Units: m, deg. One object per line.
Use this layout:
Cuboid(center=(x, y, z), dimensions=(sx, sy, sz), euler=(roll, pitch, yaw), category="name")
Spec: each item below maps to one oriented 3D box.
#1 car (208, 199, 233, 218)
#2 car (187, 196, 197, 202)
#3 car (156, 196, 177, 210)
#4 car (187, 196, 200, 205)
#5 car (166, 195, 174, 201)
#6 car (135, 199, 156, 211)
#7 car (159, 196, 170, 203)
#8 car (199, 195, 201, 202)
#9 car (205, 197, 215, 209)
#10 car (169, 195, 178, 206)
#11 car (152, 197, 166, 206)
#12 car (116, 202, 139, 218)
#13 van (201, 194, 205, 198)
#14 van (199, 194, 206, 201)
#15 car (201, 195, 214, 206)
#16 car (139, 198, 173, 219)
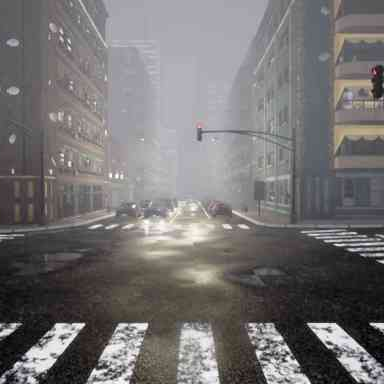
Cuboid(center=(2.691, 1.584, 30.211), dimensions=(1.802, 1.307, 4.206), euler=(0, 0, 0), category="car")
Cuboid(center=(0.015, 1.452, 69.703), dimensions=(1.895, 1.301, 4.718), euler=(0, 0, 0), category="car")
Cuboid(center=(-3.089, 1.511, 39.850), dimensions=(1.837, 1.490, 4.892), euler=(0, 0, 0), category="car")
Cuboid(center=(0.012, 1.543, 59.667), dimensions=(1.812, 1.442, 4.674), euler=(0, 0, 0), category="car")
Cuboid(center=(-5.679, 1.563, 85.290), dimensions=(1.752, 1.417, 4.829), euler=(0, 0, 0), category="car")
Cuboid(center=(-5.688, 1.573, 41.271), dimensions=(1.947, 1.339, 4.313), euler=(0, 0, 0), category="car")
Cuboid(center=(-5.682, 1.605, 68.889), dimensions=(1.802, 1.307, 4.206), euler=(0, 0, 0), category="car")
Cuboid(center=(2.697, 1.582, 57.828), dimensions=(1.947, 1.339, 4.313), euler=(0, 0, 0), category="car")
Cuboid(center=(2.692, 1.570, 35.734), dimensions=(1.947, 1.339, 4.313), euler=(0, 0, 0), category="car")
Cuboid(center=(-3.077, 1.503, 50.294), dimensions=(2.128, 1.511, 4.902), euler=(0, 0, 0), category="car")
Cuboid(center=(-5.685, 1.561, 57.842), dimensions=(1.887, 1.381, 4.507), euler=(0, 0, 0), category="car")
Cuboid(center=(-5.690, 1.568, 30.224), dimensions=(1.947, 1.339, 4.313), euler=(0, 0, 0), category="car")
Cuboid(center=(2.694, 1.354, 52.304), dimensions=(1.690, 1.788, 3.998), euler=(0, 0, 0), category="van")
Cuboid(center=(2.700, 1.379, 85.446), dimensions=(1.690, 1.788, 3.998), euler=(-1, 0, 0), category="van")
Cuboid(center=(2.694, 1.554, 46.781), dimensions=(1.887, 1.381, 4.507), euler=(0, 0, 0), category="car")
Cuboid(center=(-3.095, 1.550, 29.731), dimensions=(2.033, 1.411, 5.357), euler=(0, 0, 0), category="car")
